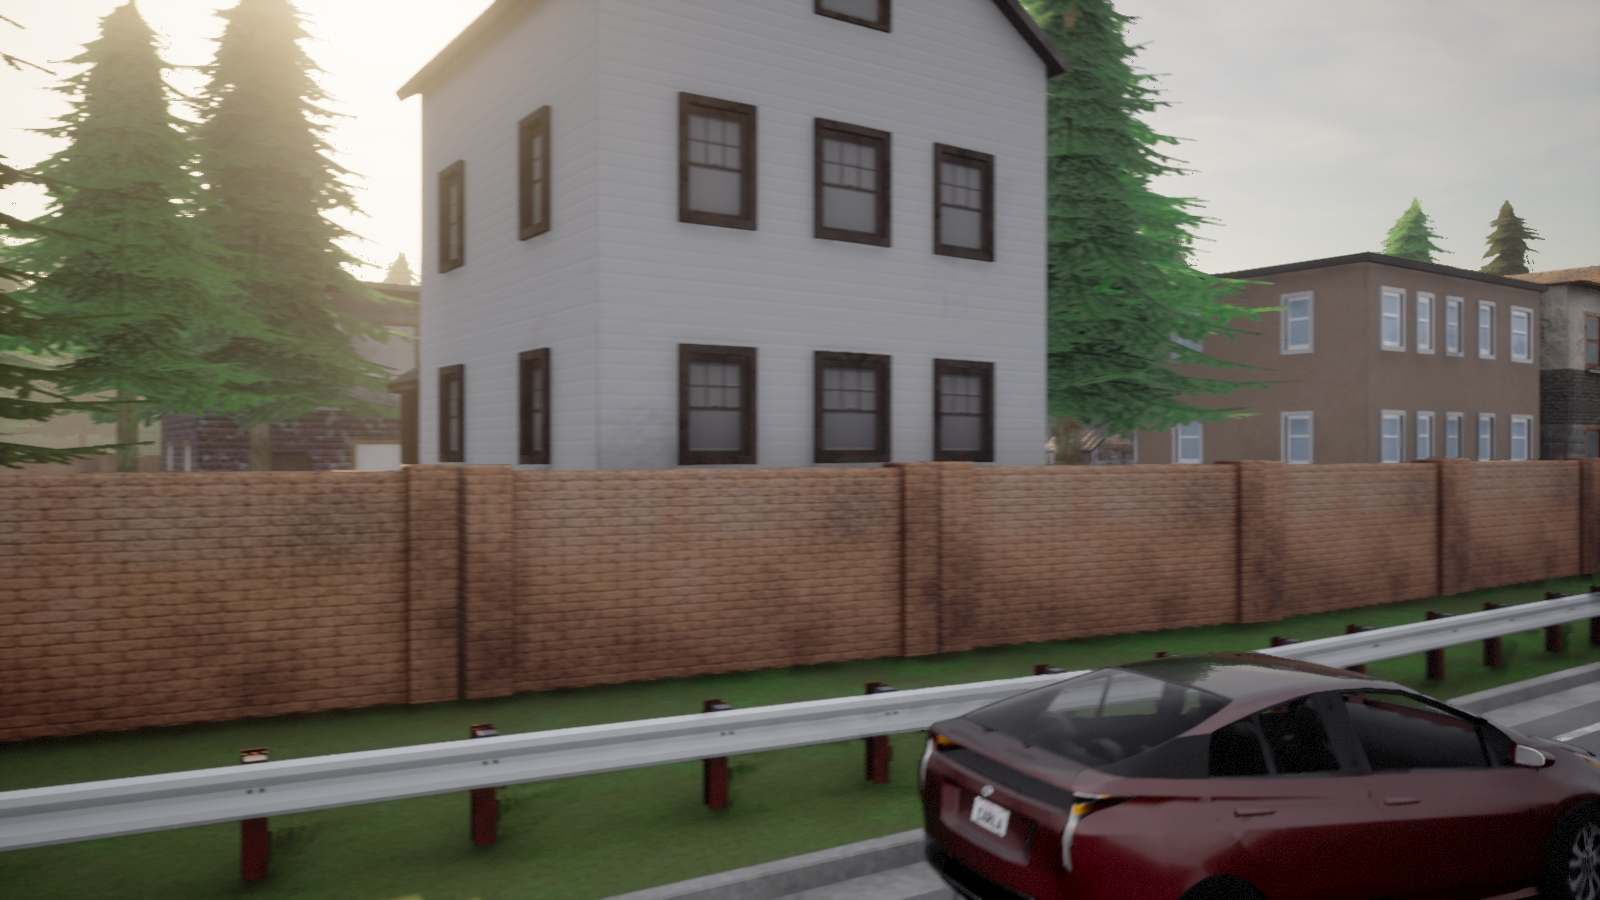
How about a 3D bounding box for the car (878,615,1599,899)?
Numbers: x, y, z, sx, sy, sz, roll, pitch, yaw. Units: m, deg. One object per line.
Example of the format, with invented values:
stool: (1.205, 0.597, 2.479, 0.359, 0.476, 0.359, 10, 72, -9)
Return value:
car: (2.943, 2.040, 6.964, 4.514, 1.525, 2.007, 0, 0, -25)
